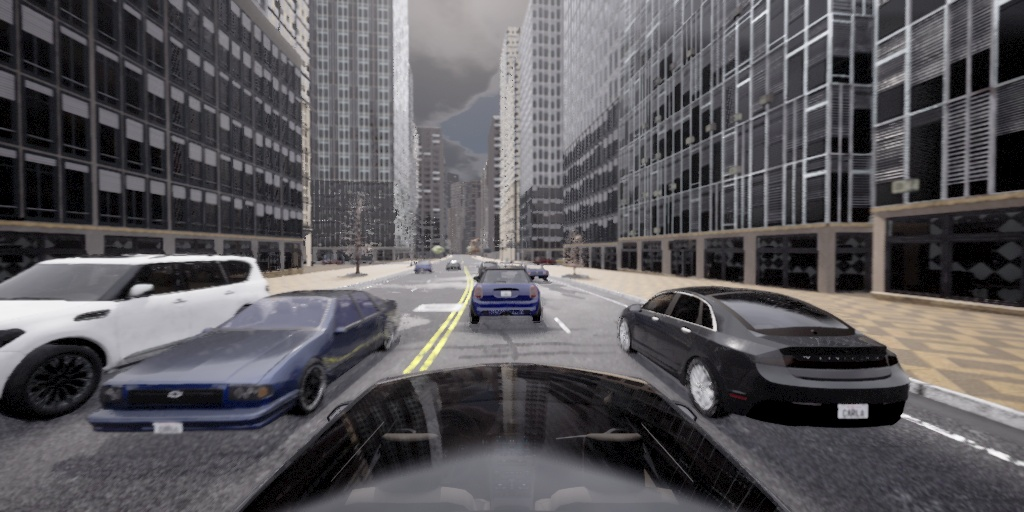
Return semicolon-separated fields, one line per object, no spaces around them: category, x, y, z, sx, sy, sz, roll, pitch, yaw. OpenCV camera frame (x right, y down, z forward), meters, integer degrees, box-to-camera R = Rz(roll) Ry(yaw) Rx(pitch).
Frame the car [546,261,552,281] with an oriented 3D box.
car;1.580;1.314;28.965;1.895;1.301;4.718;0;0;-7

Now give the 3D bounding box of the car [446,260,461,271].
car;-7.881;1.282;48.579;1.994;1.385;4.181;0;0;-8

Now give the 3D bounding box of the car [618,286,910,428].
car;3.232;1.245;5.871;1.837;1.490;4.892;0;0;-1

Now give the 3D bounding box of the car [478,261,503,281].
car;-1.974;1.228;31.017;1.837;1.490;4.892;0;0;-7

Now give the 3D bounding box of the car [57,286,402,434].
car;-3.445;1.302;6.187;2.033;1.411;5.357;0;0;-1

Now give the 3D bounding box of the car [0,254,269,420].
car;-6.706;0.983;6.197;2.150;2.045;5.566;0;0;-2

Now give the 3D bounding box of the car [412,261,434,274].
car;-10.130;1.265;41.291;1.812;1.442;4.674;0;0;-8

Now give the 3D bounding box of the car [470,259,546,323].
car;-0.261;1.093;12.351;2.097;1.767;4.553;0;0;-3
